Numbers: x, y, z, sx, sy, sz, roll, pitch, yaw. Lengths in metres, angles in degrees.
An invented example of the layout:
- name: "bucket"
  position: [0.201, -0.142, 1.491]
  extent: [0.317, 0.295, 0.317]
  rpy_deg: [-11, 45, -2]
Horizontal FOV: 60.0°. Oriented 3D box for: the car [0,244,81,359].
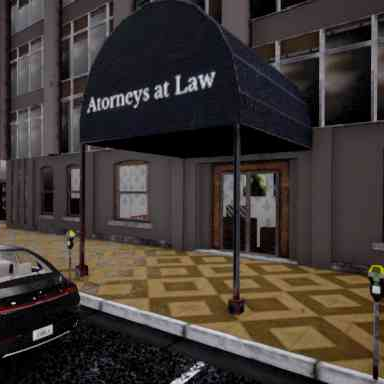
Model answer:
- name: "car"
  position: [-3.666, 1.550, 5.498]
  extent: [4.403, 1.369, 2.008]
  rpy_deg: [0, 0, 36]
